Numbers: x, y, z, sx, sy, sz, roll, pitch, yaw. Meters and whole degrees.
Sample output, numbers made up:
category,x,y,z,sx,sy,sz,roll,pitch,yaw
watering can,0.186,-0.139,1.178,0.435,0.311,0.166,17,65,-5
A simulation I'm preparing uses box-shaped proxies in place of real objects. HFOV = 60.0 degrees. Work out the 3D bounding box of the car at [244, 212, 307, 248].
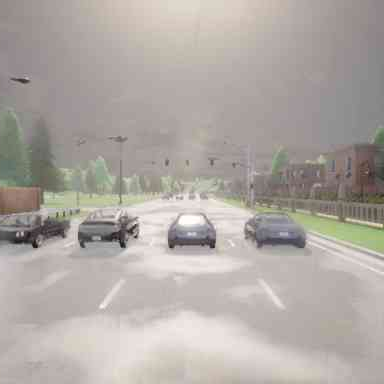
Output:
category,x,y,z,sx,sy,sz,roll,pitch,yaw
car,3.500,1.571,14.650,1.994,1.385,4.181,0,0,0

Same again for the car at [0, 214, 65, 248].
category,x,y,z,sx,sy,sz,roll,pitch,yaw
car,-7.000,1.615,14.680,1.895,1.301,4.718,0,0,0

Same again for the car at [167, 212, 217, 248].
category,x,y,z,sx,sy,sz,roll,pitch,yaw
car,0.000,1.571,14.650,1.994,1.385,4.181,0,0,0

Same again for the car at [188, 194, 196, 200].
category,x,y,z,sx,sy,sz,roll,pitch,yaw
car,0.000,1.257,91.458,2.097,1.767,4.553,0,0,0

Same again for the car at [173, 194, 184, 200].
category,x,y,z,sx,sy,sz,roll,pitch,yaw
car,-3.500,1.454,91.488,1.994,1.385,4.181,0,0,0

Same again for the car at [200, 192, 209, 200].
category,x,y,z,sx,sy,sz,roll,pitch,yaw
car,3.500,1.479,91.102,1.895,1.301,4.718,0,0,0

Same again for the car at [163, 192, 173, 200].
category,x,y,z,sx,sy,sz,roll,pitch,yaw
car,-7.000,1.408,91.072,1.812,1.442,4.674,0,0,0

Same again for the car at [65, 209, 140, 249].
category,x,y,z,sx,sy,sz,roll,pitch,yaw
car,-3.500,1.494,14.650,2.128,1.511,4.902,0,0,0
